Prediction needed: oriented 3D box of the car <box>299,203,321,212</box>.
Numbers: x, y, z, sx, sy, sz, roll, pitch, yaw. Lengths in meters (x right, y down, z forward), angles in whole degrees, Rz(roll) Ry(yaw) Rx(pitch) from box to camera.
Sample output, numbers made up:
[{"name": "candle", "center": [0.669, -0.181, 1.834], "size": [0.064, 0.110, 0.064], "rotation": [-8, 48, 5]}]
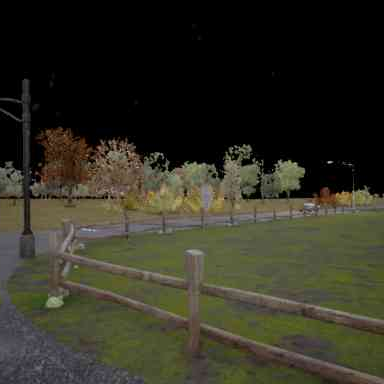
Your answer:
[{"name": "car", "center": [18.819, 2.445, 53.000], "size": [2.033, 1.411, 5.357], "rotation": [-1, -2, 40]}]
